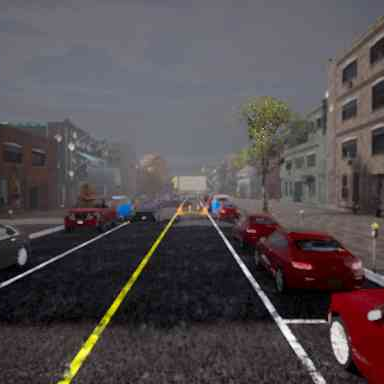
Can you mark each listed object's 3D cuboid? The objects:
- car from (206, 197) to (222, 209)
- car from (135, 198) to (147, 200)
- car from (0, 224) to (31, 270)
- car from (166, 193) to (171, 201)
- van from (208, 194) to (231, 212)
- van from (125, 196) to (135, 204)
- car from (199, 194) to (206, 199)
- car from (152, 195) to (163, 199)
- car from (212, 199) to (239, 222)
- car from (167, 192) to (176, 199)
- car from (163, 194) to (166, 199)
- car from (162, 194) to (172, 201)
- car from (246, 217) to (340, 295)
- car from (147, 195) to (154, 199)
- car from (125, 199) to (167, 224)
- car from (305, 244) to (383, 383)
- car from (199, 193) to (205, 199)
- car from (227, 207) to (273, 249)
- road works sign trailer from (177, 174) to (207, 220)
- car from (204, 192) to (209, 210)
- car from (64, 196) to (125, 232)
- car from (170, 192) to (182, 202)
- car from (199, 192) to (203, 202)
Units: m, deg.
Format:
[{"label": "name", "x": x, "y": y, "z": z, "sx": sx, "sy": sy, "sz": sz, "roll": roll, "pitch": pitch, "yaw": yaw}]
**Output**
[{"label": "car", "x": 2.712, "y": 1.372, "z": 41.617, "sx": 1.802, "sy": 1.307, "sz": 4.206, "roll": -1, "pitch": 0, "yaw": 0}, {"label": "car", "x": -5.676, "y": 1.287, "z": 30.523, "sx": 1.967, "sy": 1.590, "sz": 4.097, "roll": -1, "pitch": 0, "yaw": 0}, {"label": "car", "x": -5.688, "y": 1.509, "z": 8.330, "sx": 2.008, "sy": 1.369, "sz": 4.403, "roll": -1, "pitch": 0, "yaw": 0}, {"label": "car", "x": -5.655, "y": 1.260, "z": 63.813, "sx": 1.802, "sy": 1.307, "sz": 4.206, "roll": -1, "pitch": 0, "yaw": 0}, {"label": "van", "x": 2.704, "y": 1.187, "z": 30.520, "sx": 1.690, "sy": 1.788, "sz": 3.998, "roll": -1, "pitch": 0, "yaw": 0}, {"label": "van", "x": -5.680, "y": 1.216, "z": 24.974, "sx": 1.690, "sy": 1.788, "sz": 3.998, "roll": -1, "pitch": 0, "yaw": 0}, {"label": "car", "x": 2.738, "y": 1.146, "z": 86.003, "sx": 1.802, "sy": 1.307, "sz": 4.206, "roll": -1, "pitch": 0, "yaw": 0}, {"label": "car", "x": -5.666, "y": 1.203, "z": 47.168, "sx": 1.967, "sy": 1.590, "sz": 4.097, "roll": -1, "pitch": 0, "yaw": 0}, {"label": "car", "x": 2.703, "y": 1.456, "z": 24.973, "sx": 1.802, "sy": 1.307, "sz": 4.206, "roll": -1, "pitch": 0, "yaw": 0}, {"label": "car", "x": -5.641, "y": 0.851, "z": 91.553, "sx": 2.192, "sy": 1.841, "sz": 5.009, "roll": -1, "pitch": 0, "yaw": 0}, {"label": "car", "x": -5.662, "y": 1.280, "z": 52.717, "sx": 1.887, "sy": 1.381, "sz": 4.507, "roll": -1, "pitch": 0, "yaw": 0}, {"label": "car", "x": -5.648, "y": 1.204, "z": 74.910, "sx": 1.802, "sy": 1.307, "sz": 4.206, "roll": -1, "pitch": 0, "yaw": 0}, {"label": "car", "x": 2.693, "y": 1.539, "z": 8.328, "sx": 1.802, "sy": 1.307, "sz": 4.206, "roll": -1, "pitch": 0, "yaw": 0}, {"label": "car", "x": -5.672, "y": 1.364, "z": 36.072, "sx": 1.887, "sy": 1.381, "sz": 4.507, "roll": -1, "pitch": 0, "yaw": 0}, {"label": "car", "x": -3.082, "y": 1.447, "z": 23.273, "sx": 1.994, "sy": 1.385, "sz": 4.181, "roll": 0, "pitch": 0, "yaw": 0}, {"label": "car", "x": 2.689, "y": 1.530, "z": 2.779, "sx": 1.887, "sy": 1.381, "sz": 4.507, "roll": -1, "pitch": 0, "yaw": 0}, {"label": "car", "x": 2.742, "y": 1.060, "z": 91.721, "sx": 1.752, "sy": 1.417, "sz": 4.829, "roll": -1, "pitch": 0, "yaw": 0}, {"label": "car", "x": 2.696, "y": 1.512, "z": 13.876, "sx": 1.802, "sy": 1.307, "sz": 4.206, "roll": -1, "pitch": 0, "yaw": 0}, {"label": "road works sign trailer", "x": 0.027, "y": 0.330, "z": 26.797, "sx": 2.380, "sy": 3.560, "sz": 2.880, "roll": 0, "pitch": 0, "yaw": 0}, {"label": "car", "x": 2.707, "y": 1.133, "z": 36.068, "sx": 2.192, "sy": 1.841, "sz": 5.009, "roll": -1, "pitch": 0, "yaw": 0}, {"label": "car", "x": -5.683, "y": 1.218, "z": 19.426, "sx": 2.192, "sy": 1.841, "sz": 5.009, "roll": -1, "pitch": 0, "yaw": 0}, {"label": "car", "x": -2.980, "y": 1.213, "z": 64.623, "sx": 1.812, "sy": 1.442, "sz": 4.674, "roll": 0, "pitch": 0, "yaw": 1}, {"label": "car", "x": 2.725, "y": 1.243, "z": 63.810, "sx": 1.947, "sy": 1.339, "sz": 4.313, "roll": -1, "pitch": 0, "yaw": 0}]
